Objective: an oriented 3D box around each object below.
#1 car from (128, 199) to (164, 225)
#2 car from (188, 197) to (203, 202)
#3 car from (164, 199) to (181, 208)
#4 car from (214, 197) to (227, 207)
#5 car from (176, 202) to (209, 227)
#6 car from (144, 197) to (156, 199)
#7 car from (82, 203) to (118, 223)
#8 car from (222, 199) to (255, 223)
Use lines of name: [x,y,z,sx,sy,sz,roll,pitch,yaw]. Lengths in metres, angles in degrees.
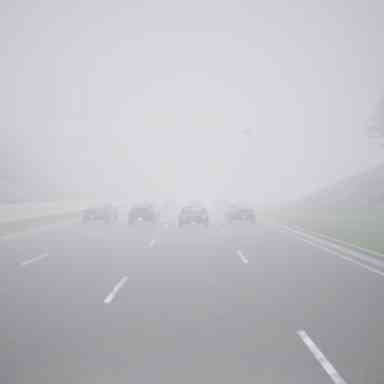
car: [-3.400,1.517,24.219,1.837,1.490,4.892,0,0,0]
car: [0.457,1.516,47.285,2.128,1.511,4.902,0,0,7]
car: [-2.853,1.625,48.952,1.895,1.301,4.718,0,0,9]
car: [4.572,1.503,50.611,1.882,1.535,5.008,0,0,11]
car: [0.100,1.612,22.718,1.895,1.301,4.718,0,0,0]
car: [-6.271,1.532,50.274,1.837,1.490,4.892,0,1,8]
car: [-6.913,1.538,25.278,1.812,1.442,4.674,0,0,0]
car: [3.587,1.539,25.277,1.812,1.442,4.674,0,0,0]
